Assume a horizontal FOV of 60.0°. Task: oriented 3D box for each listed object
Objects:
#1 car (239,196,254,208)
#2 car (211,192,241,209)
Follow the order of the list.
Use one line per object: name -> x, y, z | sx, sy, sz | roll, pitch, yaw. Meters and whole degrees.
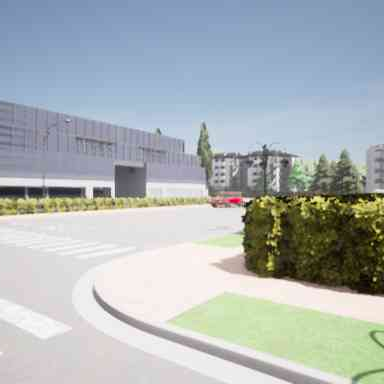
car -> 8.225, 1.449, 42.460 | 1.895, 1.301, 4.718 | 1, 0, 34
car -> 4.650, 1.035, 43.399 | 2.150, 2.045, 5.566 | 1, 1, 35
